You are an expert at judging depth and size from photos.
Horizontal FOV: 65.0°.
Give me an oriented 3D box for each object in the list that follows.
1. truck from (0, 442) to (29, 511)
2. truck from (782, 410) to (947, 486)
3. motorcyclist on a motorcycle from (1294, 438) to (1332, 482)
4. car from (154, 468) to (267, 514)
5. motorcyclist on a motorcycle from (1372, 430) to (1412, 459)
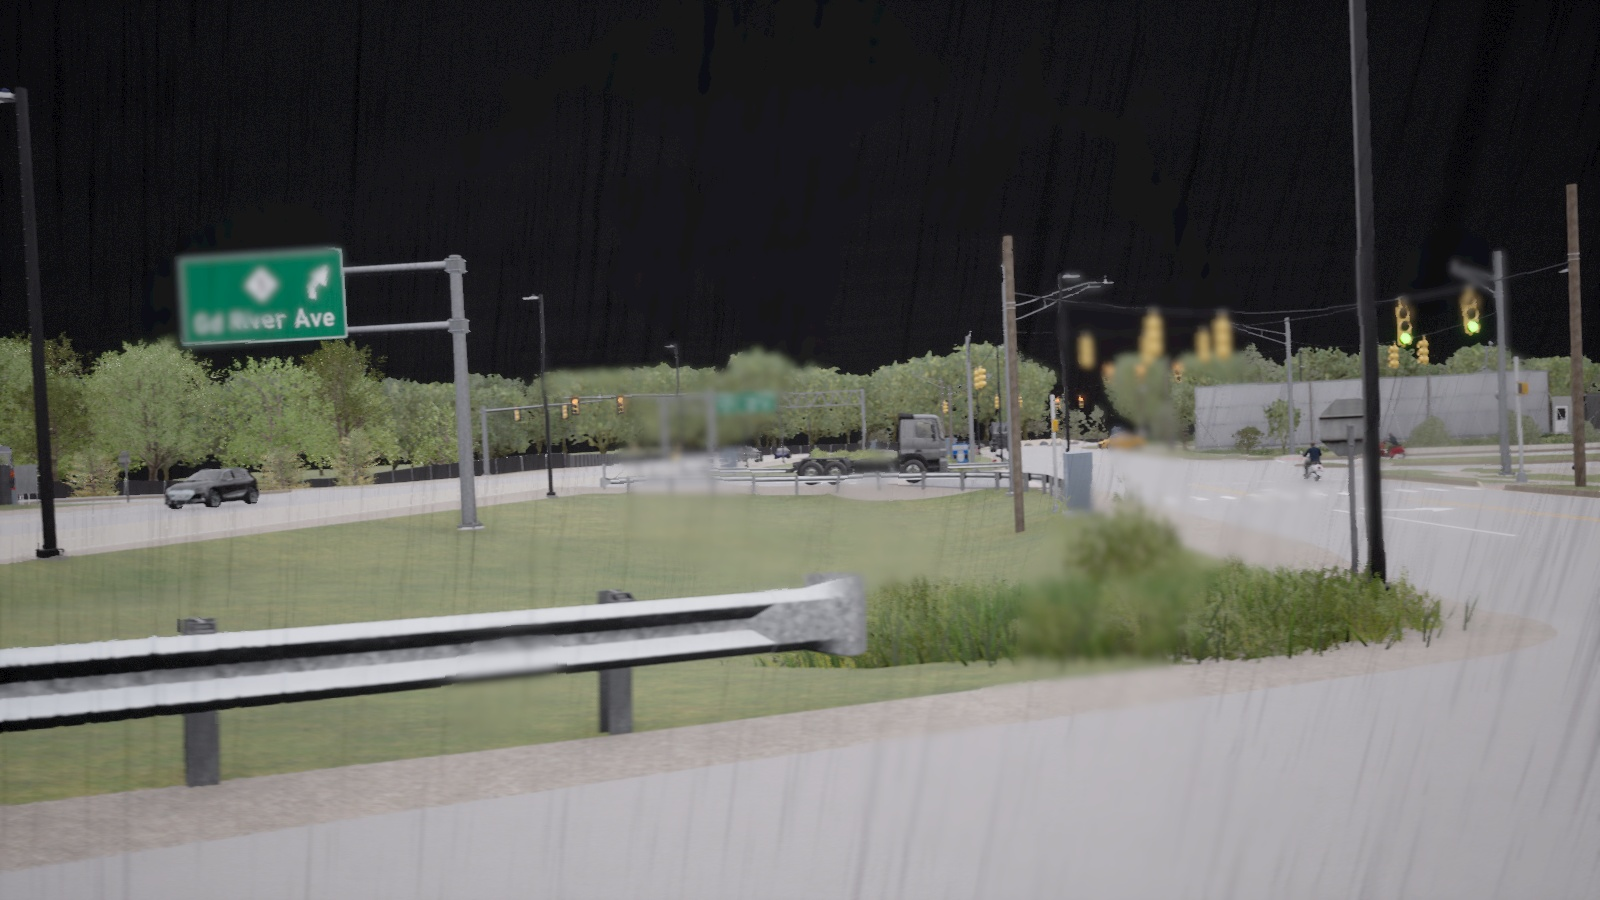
[{"bbox_3d":[-49.068,1.742,71.338,8.468,3.827,2.891,-4,1,0],"label":"truck"},{"bbox_3d":[3.281,-0.083,62.479,7.936,3.462,2.891,-2,0,7],"label":"truck"},{"bbox_3d":[20.236,0.382,49.563,0.866,1.590,1.817,-3,2,6],"label":"motorcyclist on a motorcycle"},{"bbox_3d":[-24.781,1.694,52.993,2.033,1.649,4.856,-3,0,6],"label":"car"},{"bbox_3d":[33.611,-0.308,71.307,1.817,1.590,0.866,-2,1,1],"label":"motorcyclist on a motorcycle"}]
